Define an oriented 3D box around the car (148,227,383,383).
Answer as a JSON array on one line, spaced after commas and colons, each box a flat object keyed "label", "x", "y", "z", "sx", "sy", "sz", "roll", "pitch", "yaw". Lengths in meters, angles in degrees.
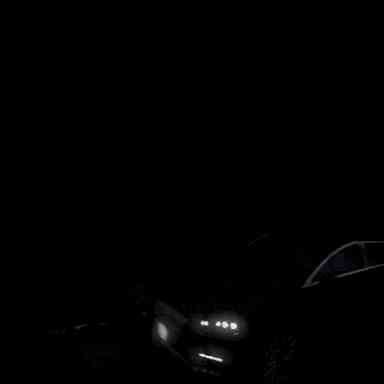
[{"label": "car", "x": 1.772, "y": 1.341, "z": 5.086, "sx": 4.902, "sy": 1.511, "sz": 2.128, "roll": 0, "pitch": 2, "yaw": -31}]
